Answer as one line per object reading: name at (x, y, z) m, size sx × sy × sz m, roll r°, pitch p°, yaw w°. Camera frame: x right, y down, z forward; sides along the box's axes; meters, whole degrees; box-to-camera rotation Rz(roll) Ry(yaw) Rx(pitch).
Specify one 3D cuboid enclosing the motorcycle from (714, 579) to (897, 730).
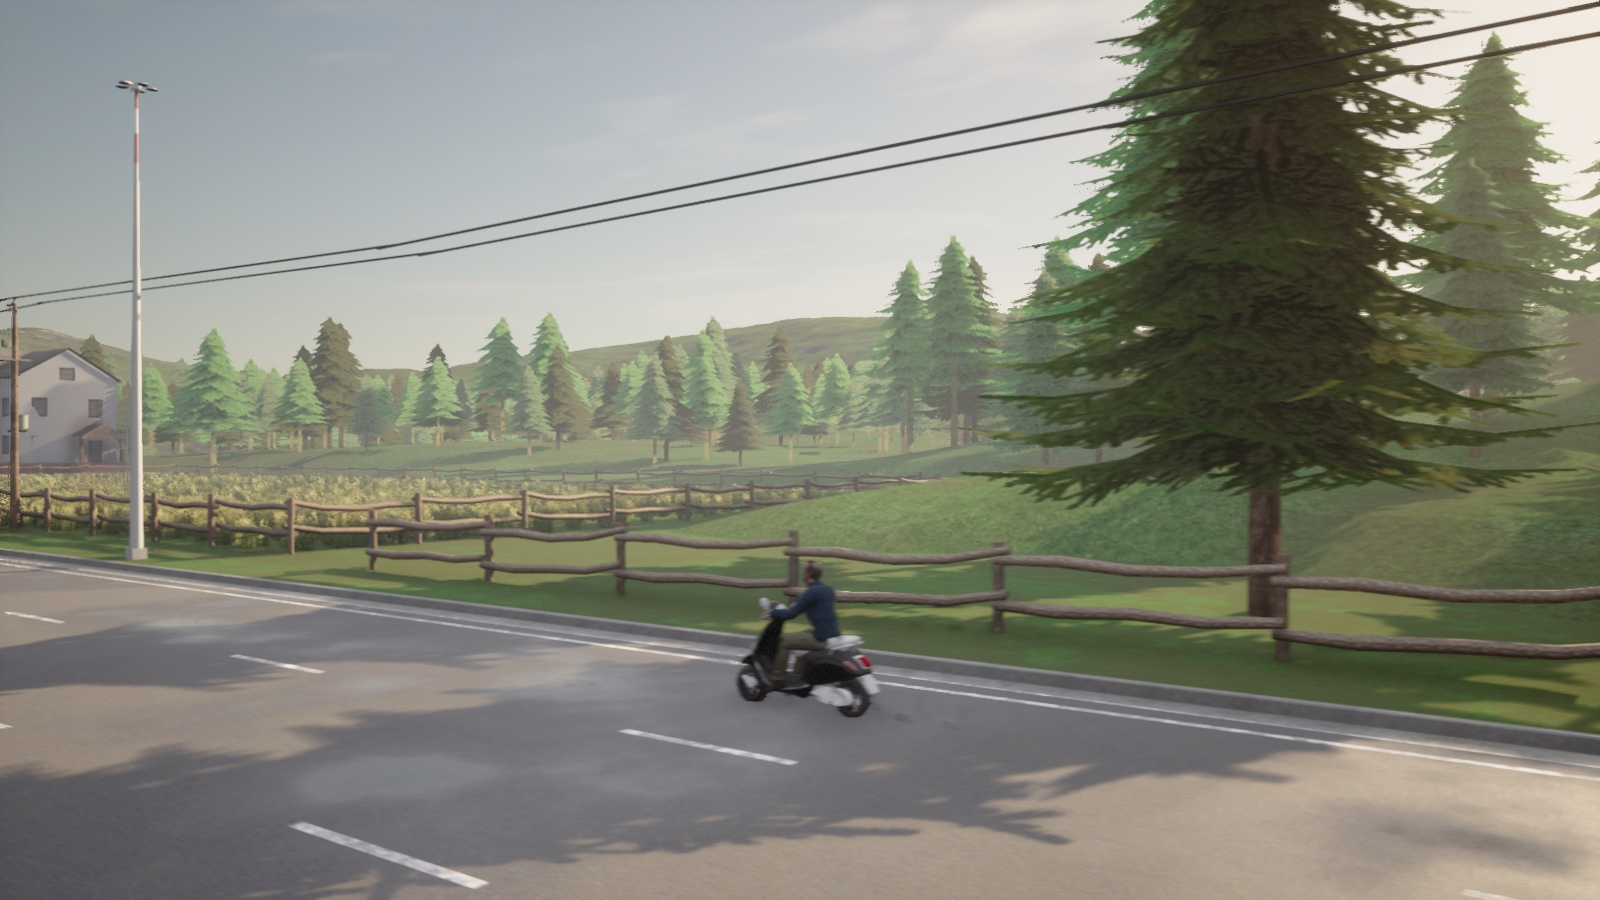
motorcycle at (0.045, 2.145, 12.300) m, size 1.805 × 1.316 × 0.856 m, roll 0°, pitch 0°, yaw 35°
